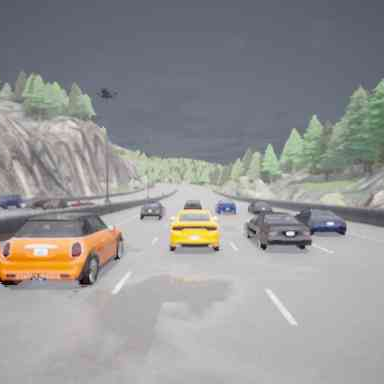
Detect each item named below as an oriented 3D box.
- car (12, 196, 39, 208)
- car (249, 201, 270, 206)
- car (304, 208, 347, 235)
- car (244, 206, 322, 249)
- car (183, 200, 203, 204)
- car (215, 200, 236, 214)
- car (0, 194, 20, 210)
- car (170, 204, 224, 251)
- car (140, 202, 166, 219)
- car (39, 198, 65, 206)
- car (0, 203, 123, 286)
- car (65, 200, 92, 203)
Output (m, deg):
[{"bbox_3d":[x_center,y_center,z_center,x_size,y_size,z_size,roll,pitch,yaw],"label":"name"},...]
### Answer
[{"bbox_3d":[-21.080,1.584,44.067,2.128,1.511,4.902,0,0,0],"label":"car"},{"bbox_3d":[7.095,1.637,35.057,1.994,1.385,4.181,0,0,0],"label":"car"},{"bbox_3d":[7.097,1.604,19.074,1.994,1.385,4.181,0,0,0],"label":"car"},{"bbox_3d":[3.598,1.579,14.697,2.033,1.411,5.357,0,0,0],"label":"car"},{"bbox_3d":[0.095,1.577,34.671,1.837,1.490,4.892,0,0,0],"label":"car"},{"bbox_3d":[3.596,1.553,36.083,1.882,1.535,5.008,0,0,0],"label":"car"},{"bbox_3d":[-24.575,1.316,43.928,2.150,2.045,5.566,0,-1,0],"label":"car"},{"bbox_3d":[0.098,1.508,14.388,1.882,1.535,5.008,0,0,0],"label":"car"},{"bbox_3d":[-3.404,1.609,29.458,2.033,1.411,5.357,0,0,0],"label":"car"},{"bbox_3d":[-17.585,1.654,43.070,1.994,1.385,4.181,0,0,0],"label":"car"},{"bbox_3d":[-3.403,1.373,9.609,2.097,1.767,4.553,0,0,0],"label":"car"},{"bbox_3d":[-14.092,1.689,42.638,1.895,1.301,4.718,0,0,0],"label":"car"}]
